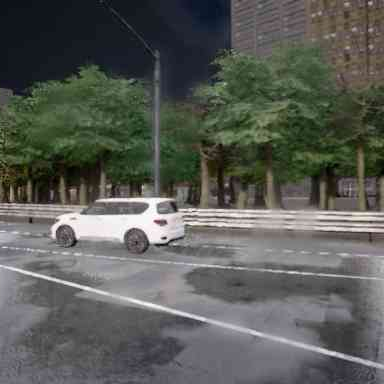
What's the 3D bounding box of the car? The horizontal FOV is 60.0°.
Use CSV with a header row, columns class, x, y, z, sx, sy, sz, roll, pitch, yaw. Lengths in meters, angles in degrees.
class,x,y,z,sx,sy,sz,roll,pitch,yaw
car,-3.026,1.242,13.543,5.566,2.045,2.150,0,0,23
